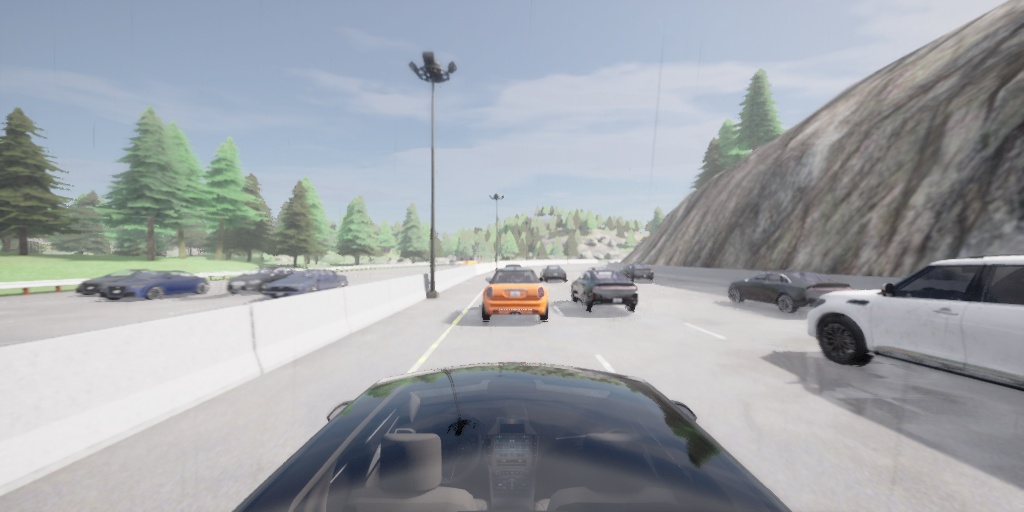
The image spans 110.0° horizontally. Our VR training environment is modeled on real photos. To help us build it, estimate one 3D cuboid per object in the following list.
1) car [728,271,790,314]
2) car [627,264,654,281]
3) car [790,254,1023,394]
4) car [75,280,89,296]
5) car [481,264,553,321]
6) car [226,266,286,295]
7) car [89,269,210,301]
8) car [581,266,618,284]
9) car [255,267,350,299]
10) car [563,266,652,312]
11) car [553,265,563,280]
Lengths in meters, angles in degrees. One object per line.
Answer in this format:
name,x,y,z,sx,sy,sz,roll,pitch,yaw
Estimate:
car,10.598,1.314,14.118,2.128,1.511,4.902,0,0,0
car,10.599,1.411,30.966,2.128,1.511,4.902,0,0,0
car,7.099,0.990,4.908,2.150,2.045,5.566,0,0,0
car,-21.098,1.420,19.936,1.994,1.385,4.181,0,0,0
car,0.100,1.167,12.904,2.097,1.767,4.553,0,0,0
car,-14.097,1.353,20.848,2.128,1.511,4.902,0,0,0
car,-17.599,1.408,17.953,1.994,1.385,4.181,0,0,0
car,7.096,1.512,29.456,1.895,1.301,4.718,0,0,0
car,-10.603,1.398,19.048,2.033,1.411,5.357,0,0,0
car,3.598,1.317,14.652,2.128,1.511,4.902,0,0,0
car,3.600,1.487,31.525,1.994,1.385,4.181,0,0,0
